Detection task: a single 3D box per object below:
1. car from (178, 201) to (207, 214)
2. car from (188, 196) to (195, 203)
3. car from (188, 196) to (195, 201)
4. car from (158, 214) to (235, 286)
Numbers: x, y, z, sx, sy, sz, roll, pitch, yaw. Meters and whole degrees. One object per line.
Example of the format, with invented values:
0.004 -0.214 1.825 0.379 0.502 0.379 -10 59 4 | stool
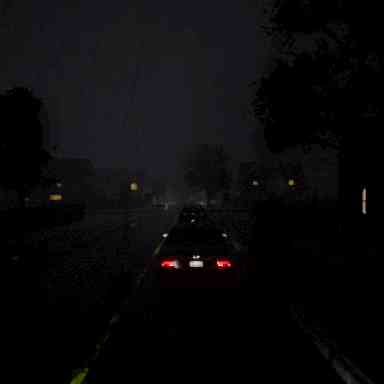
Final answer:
0.062 1.638 23.562 2.128 1.511 4.902 0 0 0 | car
-0.139 1.966 90.341 2.097 1.767 4.553 0 -1 0 | car
-0.123 2.212 80.351 1.895 1.301 4.718 0 -1 0 | car
0.087 1.605 9.634 2.033 1.411 5.357 0 0 0 | car
